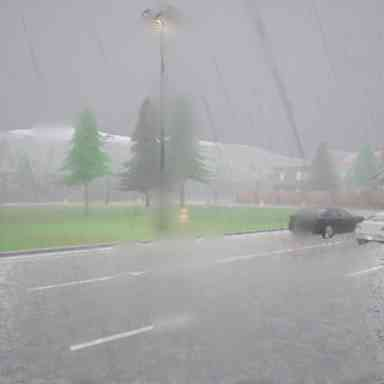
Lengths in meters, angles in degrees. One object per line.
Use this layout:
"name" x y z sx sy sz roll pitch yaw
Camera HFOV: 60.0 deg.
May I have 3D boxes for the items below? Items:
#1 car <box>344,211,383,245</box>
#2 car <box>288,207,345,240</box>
"car" 8.845 1.575 14.381 4.674 1.442 1.812 0 0 -35
"car" 7.229 1.529 17.586 5.008 1.535 1.882 0 0 -35
